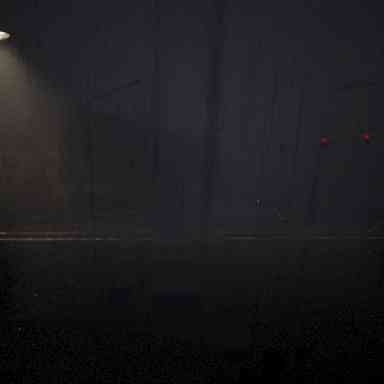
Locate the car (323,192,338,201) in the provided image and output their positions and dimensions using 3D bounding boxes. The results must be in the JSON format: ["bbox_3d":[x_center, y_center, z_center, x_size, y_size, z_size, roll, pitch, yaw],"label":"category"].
[{"bbox_3d":[25.413,0.794,60.914,1.837,1.490,4.892,0,-1,37],"label":"car"}]

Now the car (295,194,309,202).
[{"bbox_3d":[18.634,0.960,57.614,1.895,1.301,4.718,0,1,36],"label":"car"}]

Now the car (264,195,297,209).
[{"bbox_3d":[11.029,1.335,41.265,1.994,1.385,4.181,0,1,36],"label":"car"}]

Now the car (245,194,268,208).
[{"bbox_3d":[8.894,1.107,44.277,2.097,1.767,4.553,0,1,36],"label":"car"}]
